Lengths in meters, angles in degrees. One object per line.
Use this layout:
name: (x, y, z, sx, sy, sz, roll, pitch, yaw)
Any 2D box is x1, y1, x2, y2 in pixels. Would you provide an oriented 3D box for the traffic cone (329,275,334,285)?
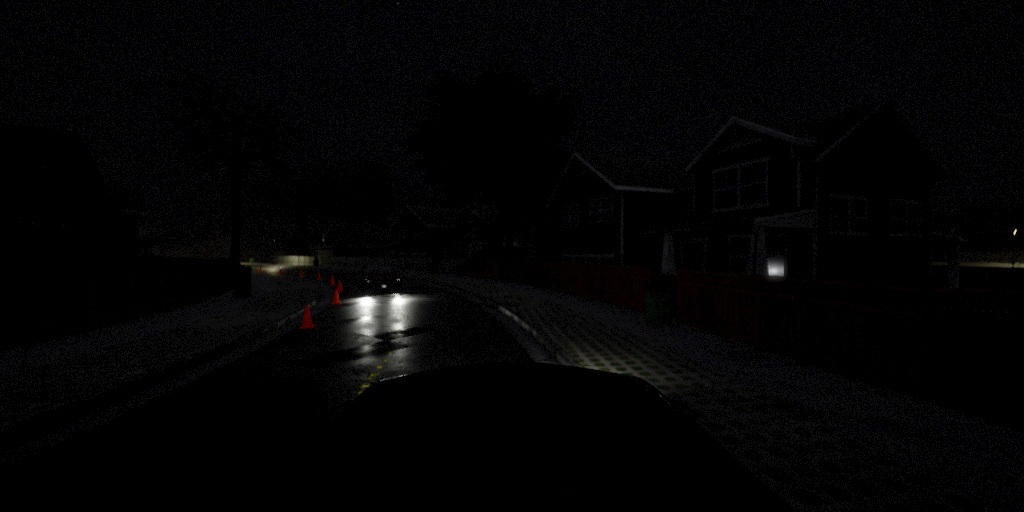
traffic cone: (-11.299, 1.511, 22.571, 0.340, 0.580, 0.340, 0, 0, -34)

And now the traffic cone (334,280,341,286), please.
traffic cone: (-8.891, 1.553, 18.521, 0.340, 0.580, 0.340, 0, 0, -27)

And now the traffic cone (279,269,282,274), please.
traffic cone: (-21.093, 1.403, 32.727, 0.340, 0.580, 0.340, 0, 0, 37)

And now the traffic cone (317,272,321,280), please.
traffic cone: (-14.158, 1.471, 26.317, 0.340, 0.580, 0.340, 0, 0, -41)

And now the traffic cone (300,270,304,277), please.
traffic cone: (-17.428, 1.435, 29.709, 0.340, 0.580, 0.340, 0, 0, 43)

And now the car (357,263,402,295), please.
car: (-7.027, 1.121, 18.792, 1.812, 1.442, 4.674, 0, 1, -27)

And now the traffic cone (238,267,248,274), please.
traffic cone: (-29.084, 1.338, 38.740, 0.340, 0.580, 0.340, 0, 0, 37)

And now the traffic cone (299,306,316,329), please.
traffic cone: (-5.548, 1.640, 9.728, 0.340, 0.580, 0.340, 0, 0, -14)

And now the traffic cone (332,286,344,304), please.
traffic cone: (-6.966, 1.597, 14.222, 0.340, 0.580, 0.340, 0, 0, -21)

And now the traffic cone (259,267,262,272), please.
traffic cone: (-25.089, 1.371, 35.734, 0.340, 0.580, 0.340, 0, 0, 37)
